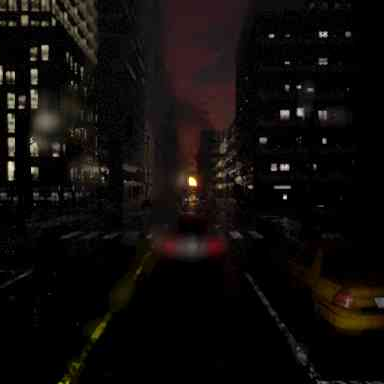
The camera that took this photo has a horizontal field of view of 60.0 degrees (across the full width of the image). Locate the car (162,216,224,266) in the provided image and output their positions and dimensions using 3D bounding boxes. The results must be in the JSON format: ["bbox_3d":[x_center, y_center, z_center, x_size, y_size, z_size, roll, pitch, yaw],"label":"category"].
[{"bbox_3d":[0.002,1.530,11.444,2.033,1.411,5.357,0,0,0],"label":"car"}]

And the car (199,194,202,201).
[{"bbox_3d":[2.656,1.318,84.349,1.967,1.590,4.097,-1,0,0],"label":"car"}]

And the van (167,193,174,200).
[{"bbox_3d":[-5.726,1.211,90.001,1.690,1.788,3.998,-1,0,0],"label":"van"}]

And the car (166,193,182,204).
[{"bbox_3d":[-3.050,1.130,61.595,2.150,2.045,5.566,0,0,1],"label":"car"}]

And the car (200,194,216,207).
[{"bbox_3d":[2.666,1.476,50.421,2.008,1.369,4.403,-1,0,0],"label":"car"}]

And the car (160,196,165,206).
[{"bbox_3d":[-5.714,1.491,50.419,1.947,1.339,4.313,-1,0,0],"label":"car"}]

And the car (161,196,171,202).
[{"bbox_3d":[-5.719,1.476,73.037,1.802,1.307,4.206,-1,0,0],"label":"car"}]

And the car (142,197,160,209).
[{"bbox_3d":[-5.713,1.459,44.595,1.752,1.417,4.829,-1,0,0],"label":"car"}]

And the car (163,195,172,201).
[{"bbox_3d":[-5.721,1.430,78.692,1.887,1.381,4.507,-1,0,0],"label":"car"}]

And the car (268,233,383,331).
[{"bbox_3d":[2.806,1.514,6.982,1.752,1.417,4.829,-1,0,0],"label":"car"}]

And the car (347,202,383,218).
[{"bbox_3d":[16.307,1.586,29.949,4.403,1.369,2.008,0,1,1],"label":"car"}]
